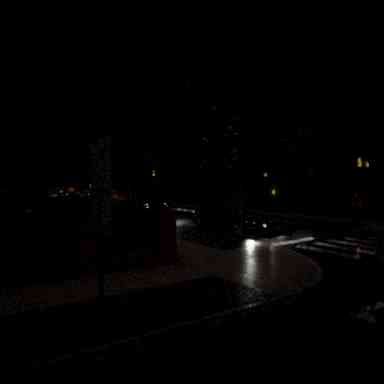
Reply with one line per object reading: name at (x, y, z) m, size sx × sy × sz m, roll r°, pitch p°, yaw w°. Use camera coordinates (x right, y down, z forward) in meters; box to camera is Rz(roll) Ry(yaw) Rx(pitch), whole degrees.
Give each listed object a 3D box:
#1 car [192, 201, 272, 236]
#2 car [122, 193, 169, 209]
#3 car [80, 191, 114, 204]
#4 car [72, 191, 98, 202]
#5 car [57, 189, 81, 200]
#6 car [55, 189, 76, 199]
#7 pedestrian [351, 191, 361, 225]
car at (1.934, 1.273, 17.356) m, size 1.837 × 1.490 × 4.892 m, roll -2°, pitch 2°, yaw -36°
car at (-3.613, 0.923, 25.294) m, size 2.097 × 1.767 × 4.553 m, roll -2°, pitch 2°, yaw -35°
car at (-9.443, 0.892, 33.752) m, size 1.812 × 1.442 × 4.674 m, roll -2°, pitch 2°, yaw -35°
car at (-15.386, 0.559, 47.502) m, size 2.033 × 1.411 × 5.357 m, roll -2°, pitch 2°, yaw -35°
car at (-15.072, 0.720, 41.931) m, size 2.033 × 1.411 × 5.357 m, roll -2°, pitch 2°, yaw -34°
car at (-21.431, 0.306, 56.209) m, size 2.128 × 1.511 × 4.902 m, roll -2°, pitch 2°, yaw -35°
pedestrian at (8.740, 0.842, 17.733) m, size 0.375 × 1.860 × 0.375 m, roll 0°, pitch 0°, yaw -35°
